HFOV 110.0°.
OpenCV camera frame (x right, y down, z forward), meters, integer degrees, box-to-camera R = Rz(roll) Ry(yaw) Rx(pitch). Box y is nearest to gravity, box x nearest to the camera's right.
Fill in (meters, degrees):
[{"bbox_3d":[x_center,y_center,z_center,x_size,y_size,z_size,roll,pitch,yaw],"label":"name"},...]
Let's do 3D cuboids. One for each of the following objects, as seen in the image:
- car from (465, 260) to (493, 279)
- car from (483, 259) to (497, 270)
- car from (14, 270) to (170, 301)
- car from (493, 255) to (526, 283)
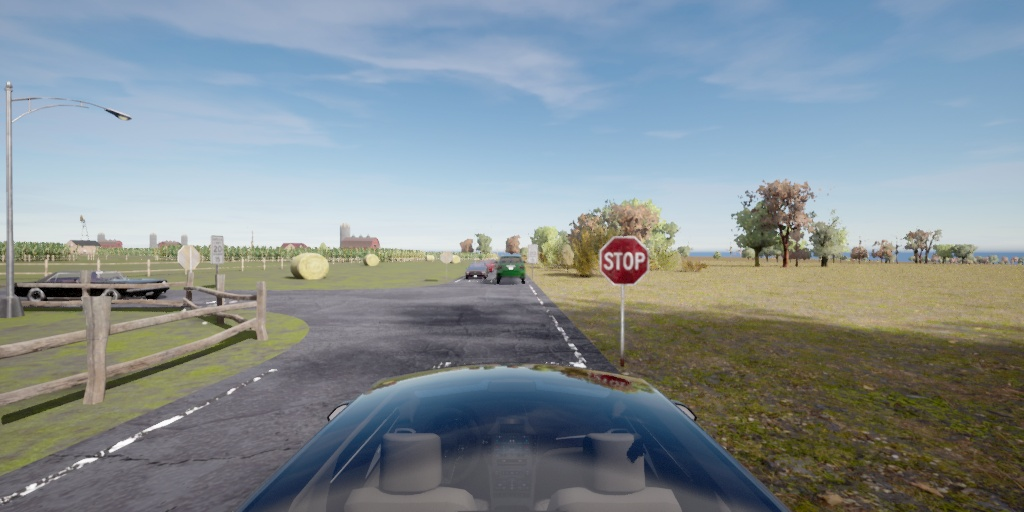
[{"bbox_3d":[-3.084,1.301,32.569,2.033,1.411,5.357,0,0,0],"label":"car"},{"bbox_3d":[-3.219,1.275,53.058,1.837,1.490,4.892,0,0,0],"label":"car"},{"bbox_3d":[-17.448,1.255,15.044,4.718,1.301,1.895,0,1,-1],"label":"car"},{"bbox_3d":[-0.103,0.973,28.334,2.150,2.045,5.566,0,0,0],"label":"car"}]
